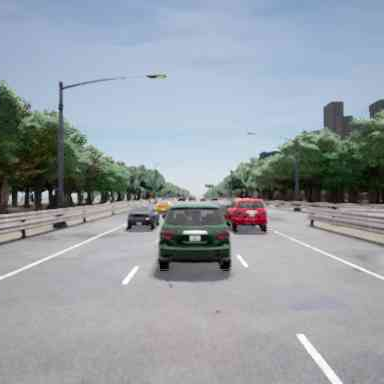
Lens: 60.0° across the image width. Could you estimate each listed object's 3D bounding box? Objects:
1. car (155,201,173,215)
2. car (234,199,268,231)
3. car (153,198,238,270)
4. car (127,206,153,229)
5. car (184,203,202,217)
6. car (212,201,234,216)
[{"bbox_3d":[-3.386,1.882,41.005,1.882,1.535,5.008,0,0,0],"label":"car"},{"bbox_3d":[3.608,1.490,22.694,2.150,2.045,5.566,0,-1,0],"label":"car"},{"bbox_3d":[0.089,1.378,11.731,2.150,2.045,5.566,0,0,0],"label":"car"},{"bbox_3d":[-3.393,1.783,23.757,1.837,1.490,4.892,0,0,0],"label":"car"},{"bbox_3d":[0.112,1.982,37.742,1.895,1.301,4.718,0,0,0],"label":"car"},{"bbox_3d":[3.614,1.886,39.363,2.128,1.511,4.902,0,0,0],"label":"car"}]
